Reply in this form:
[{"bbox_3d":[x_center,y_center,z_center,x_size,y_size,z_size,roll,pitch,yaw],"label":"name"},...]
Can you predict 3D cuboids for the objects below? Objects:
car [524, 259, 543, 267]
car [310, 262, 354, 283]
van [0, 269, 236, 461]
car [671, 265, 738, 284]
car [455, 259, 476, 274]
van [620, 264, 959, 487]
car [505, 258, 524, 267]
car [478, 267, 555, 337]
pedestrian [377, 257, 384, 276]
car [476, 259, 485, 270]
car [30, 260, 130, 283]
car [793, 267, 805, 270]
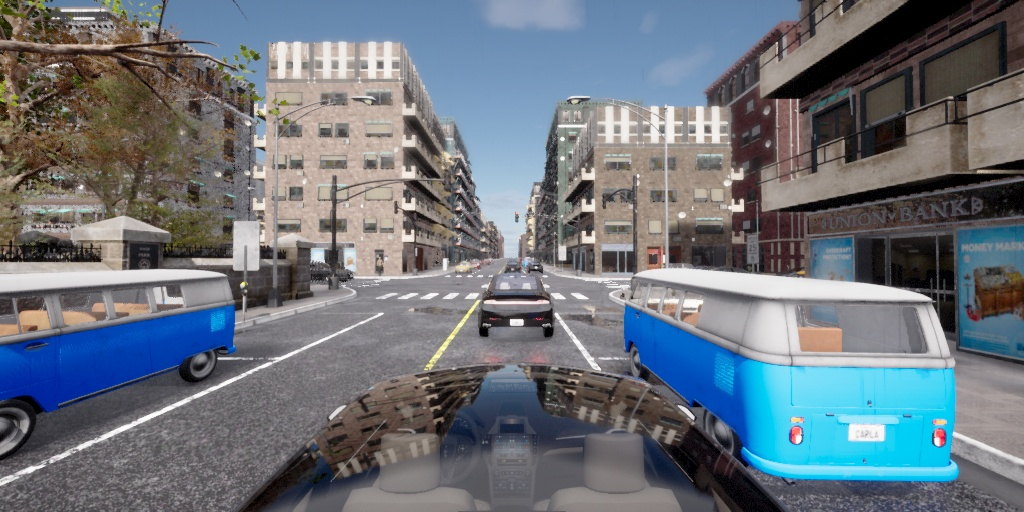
[{"bbox_3d":[2.721,1.330,42.495,1.948,1.339,4.313,0,0,0],"label":"car"},{"bbox_3d":[-13.709,1.167,25.221,4.892,1.490,1.837,0,-1,1],"label":"car"},{"bbox_3d":[-5.654,1.091,4.556,1.690,1.789,3.998,0,0,0],"label":"van"},{"bbox_3d":[14.973,1.443,28.062,4.181,1.385,1.994,0,-1,1],"label":"car"},{"bbox_3d":[-5.659,1.289,42.331,1.751,1.417,4.829,0,0,0],"label":"car"},{"bbox_3d":[2.661,1.092,4.549,1.690,1.789,3.998,0,0,0],"label":"van"},{"bbox_3d":[0.116,1.289,41.928,1.812,1.442,4.674,0,0,1],"label":"car"},{"bbox_3d":[0.106,1.244,10.280,2.128,1.511,4.902,0,0,0],"label":"car"},{"bbox_3d":[-12.515,0.967,33.948,0.375,1.860,0.375,0,-1,1],"label":"pedestrian"},{"bbox_3d":[-5.652,1.208,53.786,1.967,1.591,4.097,0,0,0],"label":"car"},{"bbox_3d":[-30.503,1.078,25.436,4.892,1.490,1.837,0,-1,1],"label":"car"},{"bbox_3d":[25.030,1.414,27.934,5.008,1.535,1.882,0,-1,1],"label":"car"}]
